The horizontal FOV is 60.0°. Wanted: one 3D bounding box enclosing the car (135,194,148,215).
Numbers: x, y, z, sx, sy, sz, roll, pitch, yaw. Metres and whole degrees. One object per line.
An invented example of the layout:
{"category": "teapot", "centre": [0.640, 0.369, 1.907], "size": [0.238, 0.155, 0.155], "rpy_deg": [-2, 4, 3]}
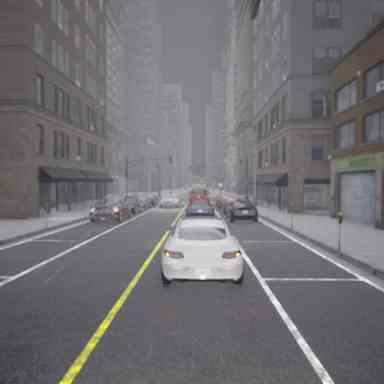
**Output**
{"category": "car", "centre": [-5.204, 1.084, 27.499], "size": [1.947, 1.339, 4.313], "rpy_deg": [-1, 1, 1]}

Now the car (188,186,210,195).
{"category": "car", "centre": [0.754, 0.597, 35.978], "size": [2.150, 2.045, 5.566], "rpy_deg": [0, 1, 1]}

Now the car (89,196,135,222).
{"category": "car", "centre": [-5.324, 1.052, 21.993], "size": [1.967, 1.590, 4.097], "rpy_deg": [-1, 1, 1]}

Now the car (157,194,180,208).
{"category": "car", "centre": [-2.273, 0.914, 35.180], "size": [1.812, 1.442, 4.674], "rpy_deg": [0, 1, 2]}

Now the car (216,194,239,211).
{"category": "car", "centre": [3.437, 0.976, 32.818], "size": [1.887, 1.381, 4.507], "rpy_deg": [-1, 1, 1]}

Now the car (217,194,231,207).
{"category": "car", "centre": [3.319, 1.070, 27.314], "size": [1.887, 1.381, 4.507], "rpy_deg": [-1, 1, 1]}

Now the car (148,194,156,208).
{"category": "car", "centre": [-5.086, 0.974, 33.002], "size": [2.008, 1.369, 4.403], "rpy_deg": [-1, 1, 1]}

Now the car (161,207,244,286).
{"category": "car", "centre": [0.258, 1.368, 8.844], "size": [1.812, 1.442, 4.674], "rpy_deg": [0, 1, 1]}

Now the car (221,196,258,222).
{"category": "car", "centre": [3.200, 1.186, 21.812], "size": [1.947, 1.339, 4.313], "rpy_deg": [-1, 1, 1]}

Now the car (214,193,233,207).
{"category": "car", "centre": [3.556, 0.882, 38.321], "size": [1.887, 1.381, 4.507], "rpy_deg": [-1, 1, 1]}

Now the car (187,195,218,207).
{"category": "car", "centre": [0.581, 1.150, 23.666], "size": [1.994, 1.385, 4.181], "rpy_deg": [0, 1, 1]}
